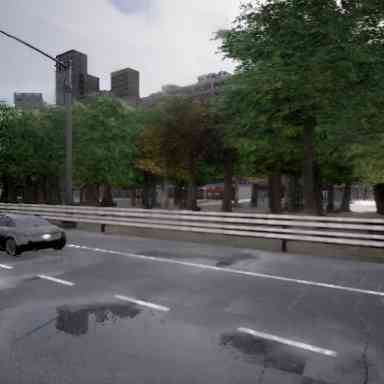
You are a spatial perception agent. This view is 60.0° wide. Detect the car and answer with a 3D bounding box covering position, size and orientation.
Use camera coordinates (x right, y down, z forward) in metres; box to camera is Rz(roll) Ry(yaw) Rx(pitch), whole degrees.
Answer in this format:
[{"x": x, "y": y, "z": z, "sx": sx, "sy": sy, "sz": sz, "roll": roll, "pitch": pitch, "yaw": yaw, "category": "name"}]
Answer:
[{"x": -6.828, "y": 1.564, "z": 13.045, "sx": 4.181, "sy": 1.385, "sz": 1.994, "roll": 0, "pitch": 0, "yaw": 36, "category": "car"}]
